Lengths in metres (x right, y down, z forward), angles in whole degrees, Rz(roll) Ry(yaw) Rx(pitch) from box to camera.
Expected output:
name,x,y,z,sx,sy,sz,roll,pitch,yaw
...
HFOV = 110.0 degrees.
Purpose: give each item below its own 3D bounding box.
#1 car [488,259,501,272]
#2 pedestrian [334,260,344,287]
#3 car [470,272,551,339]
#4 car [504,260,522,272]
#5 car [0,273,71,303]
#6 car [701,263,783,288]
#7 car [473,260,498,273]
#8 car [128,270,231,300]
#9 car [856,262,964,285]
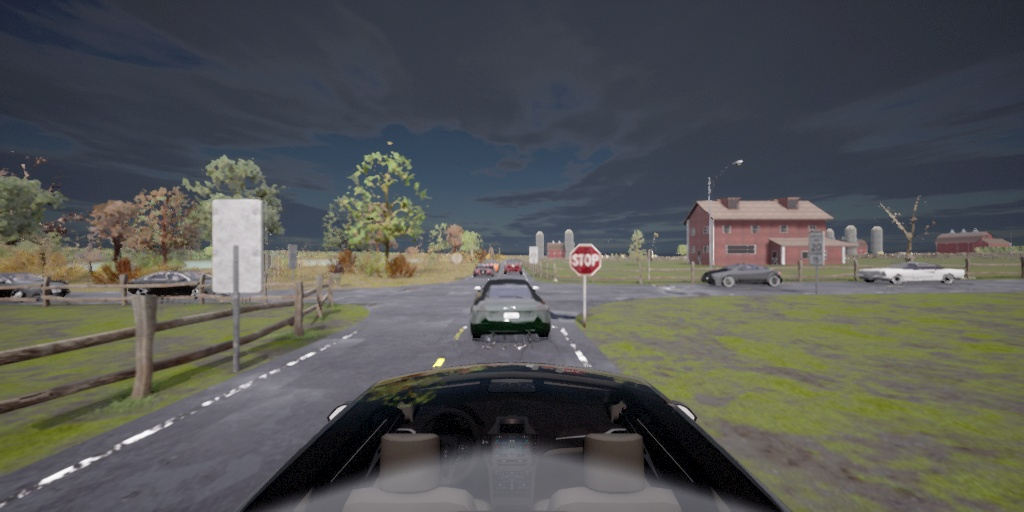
name,x,y,z,sx,sy,sz,roll,pitch,yaw
car,-2.789,1.228,46.472,2.097,1.767,4.553,0,0,0
pedestrian,-12.133,1.230,25.055,0.375,1.860,0.375,0,1,1
car,-0.133,1.338,10.213,1.994,1.385,4.181,0,0,-3
car,0.138,1.221,43.785,2.097,1.767,4.553,0,0,0
car,-26.851,1.655,19.316,4.902,1.511,2.128,-1,0,2
car,13.878,1.140,21.798,4.181,1.385,1.994,-1,0,1
car,-2.802,1.412,36.716,1.994,1.385,4.181,0,0,1
car,-17.443,1.525,19.148,4.902,1.511,2.128,-1,0,1
car,23.947,1.030,21.712,4.718,1.301,1.895,-1,0,1
